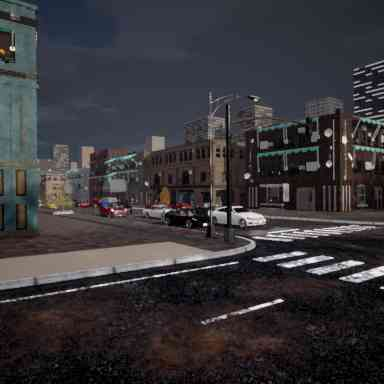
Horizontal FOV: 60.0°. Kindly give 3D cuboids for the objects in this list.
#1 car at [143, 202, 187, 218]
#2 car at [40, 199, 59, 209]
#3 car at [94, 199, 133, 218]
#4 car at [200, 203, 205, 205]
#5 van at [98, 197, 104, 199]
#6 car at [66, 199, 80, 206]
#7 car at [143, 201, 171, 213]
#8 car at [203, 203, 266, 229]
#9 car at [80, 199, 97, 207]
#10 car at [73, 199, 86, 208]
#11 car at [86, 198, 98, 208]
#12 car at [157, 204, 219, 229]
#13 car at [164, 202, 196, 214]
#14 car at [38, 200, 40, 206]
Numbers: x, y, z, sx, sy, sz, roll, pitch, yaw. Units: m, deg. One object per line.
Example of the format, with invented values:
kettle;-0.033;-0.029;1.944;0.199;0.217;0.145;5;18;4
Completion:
car;-2.860;1.915;31.967;1.895;1.301;4.718;-1;0;-36
car;-24.354;2.233;57.575;1.752;1.417;4.829;-1;0;-36
car;-8.365;1.846;35.196;1.967;1.590;4.097;-1;0;-36
car;1.673;1.810;35.566;2.008;1.369;4.403;-2;0;-36
van;-14.422;1.907;58.083;1.690;1.788;3.998;-1;0;-36
car;-27.289;2.364;76.098;1.947;1.339;4.313;-1;0;-36
car;-4.762;1.966;44.573;1.802;1.307;4.206;-2;0;-36
car;3.098;1.722;23.680;1.812;1.442;4.674;-1;0;-37
car;-20.854;2.228;67.091;1.887;1.381;4.507;-1;0;-36
car;-20.578;2.230;62.263;1.994;1.385;4.181;-1;0;-36
car;-17.641;1.940;62.587;2.192;1.841;5.009;-1;0;-36
car;-0.393;1.815;23.835;1.947;1.339;4.313;-2;0;-36
car;-1.545;1.904;40.070;1.802;1.307;4.206;-2;0;-36
car;-30.889;2.376;66.721;2.008;1.369;4.403;-1;0;-36
